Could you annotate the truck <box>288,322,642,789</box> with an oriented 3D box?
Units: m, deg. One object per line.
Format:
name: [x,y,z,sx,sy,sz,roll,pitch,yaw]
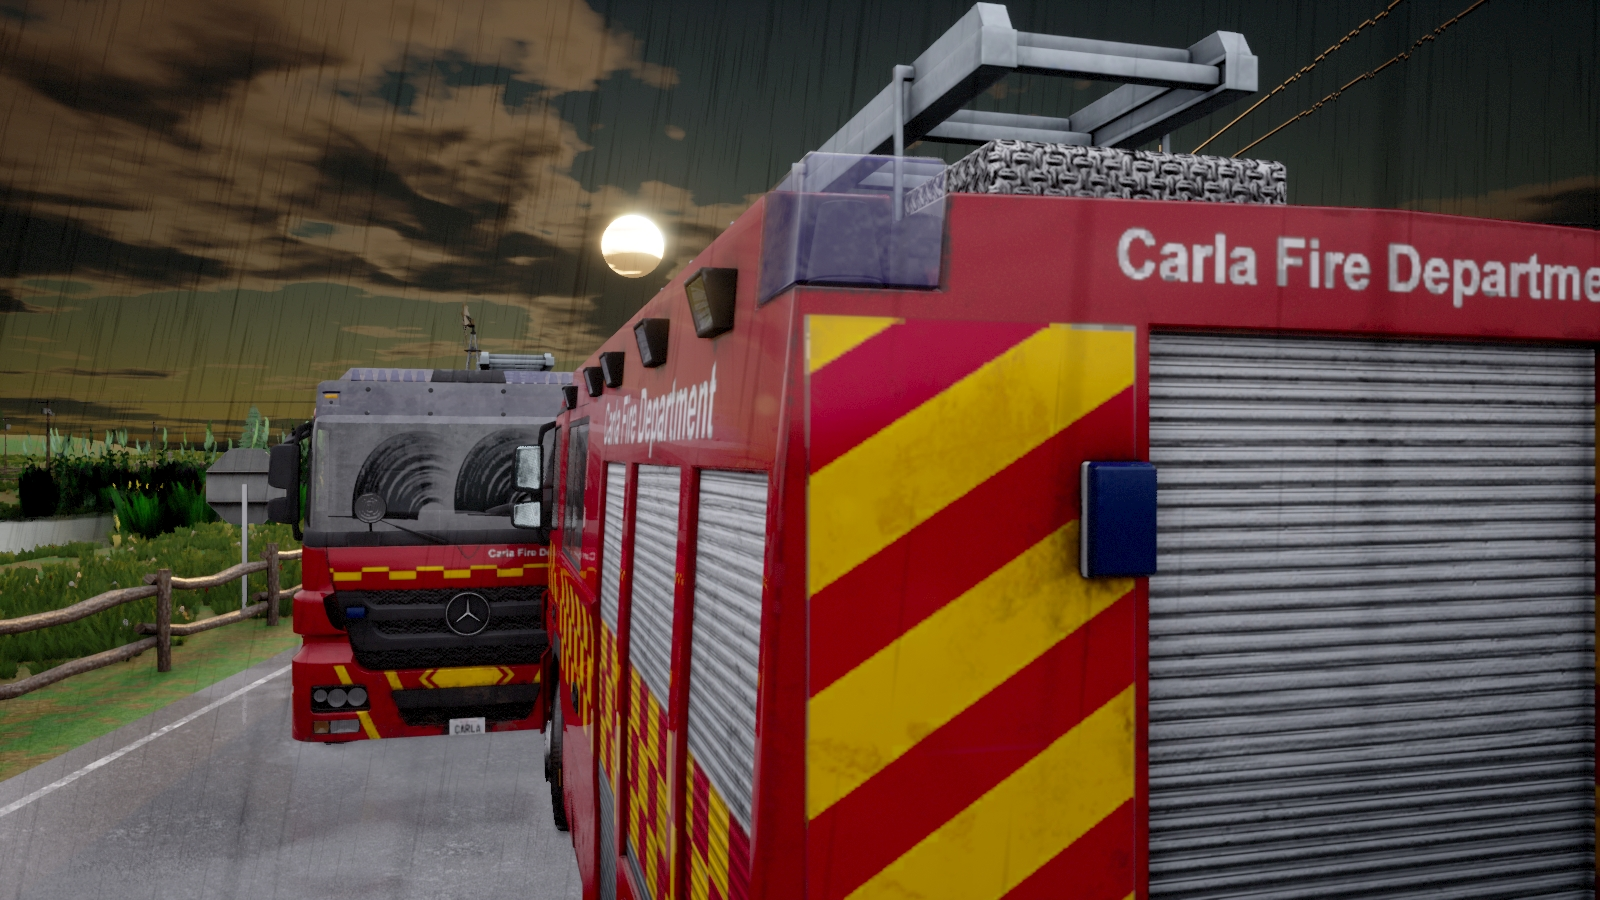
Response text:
truck: [-3.922,0.862,13.835,2.891,3.827,8.468,0,0,-15]

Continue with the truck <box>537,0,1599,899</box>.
truck: [0.086,0.867,6.873,2.891,3.827,8.468,0,0,-15]

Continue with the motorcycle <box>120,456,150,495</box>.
motorcycle: [-41.398,1.577,71.111,0.803,2.348,2.033,0,0,-4]
